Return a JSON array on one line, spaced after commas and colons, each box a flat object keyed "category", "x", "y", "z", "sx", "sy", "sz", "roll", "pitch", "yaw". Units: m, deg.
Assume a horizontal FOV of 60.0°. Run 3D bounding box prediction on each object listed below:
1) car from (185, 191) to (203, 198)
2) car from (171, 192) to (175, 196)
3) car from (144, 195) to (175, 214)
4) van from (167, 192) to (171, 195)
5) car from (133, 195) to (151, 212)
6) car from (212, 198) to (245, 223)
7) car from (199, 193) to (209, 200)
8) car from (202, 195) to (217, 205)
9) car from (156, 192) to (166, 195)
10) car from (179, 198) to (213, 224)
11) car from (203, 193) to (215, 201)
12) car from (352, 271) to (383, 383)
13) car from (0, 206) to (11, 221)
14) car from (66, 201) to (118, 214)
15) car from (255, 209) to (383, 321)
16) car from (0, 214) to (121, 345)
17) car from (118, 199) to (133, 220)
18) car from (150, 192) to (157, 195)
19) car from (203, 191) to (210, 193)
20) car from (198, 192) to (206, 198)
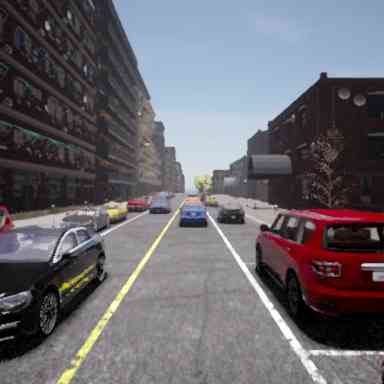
[{"category": "car", "x": 0.083, "y": 1.041, "z": 46.010, "sx": 2.097, "sy": 1.767, "sz": 4.553, "roll": 0, "pitch": 0, "yaw": 0}, {"category": "car", "x": -5.711, "y": 0.817, "z": 79.098, "sx": 2.192, "sy": 1.841, "sz": 5.009, "roll": 0, "pitch": 0, "yaw": 0}, {"category": "car", "x": -3.036, "y": 1.320, "z": 32.777, "sx": 2.033, "sy": 1.411, "sz": 5.357, "roll": 0, "pitch": 0, "yaw": 1}, {"category": "van", "x": -5.708, "y": 0.901, "z": 68.020, "sx": 1.690, "sy": 1.788, "sz": 3.998, "roll": 0, "pitch": 0, "yaw": 0}, {"category": "car", "x": -5.698, "y": 1.304, "z": 34.787, "sx": 1.887, "sy": 1.381, "sz": 4.507, "roll": 0, "pitch": 0, "yaw": 0}, {"category": "car", "x": 2.686, "y": 1.383, "z": 23.711, "sx": 2.008, "sy": 1.369, "sz": 4.403, "roll": 0, "pitch": 0, "yaw": 0}, {"category": "car", "x": 2.671, "y": 0.971, "z": 73.562, "sx": 1.967, "sy": 1.590, "sz": 4.097, "roll": 0, "pitch": 0, "yaw": 0}, {"category": "car", "x": 2.677, "y": 1.206, "z": 51.406, "sx": 2.008, "sy": 1.369, "sz": 4.403, "roll": 0, "pitch": 0, "yaw": 0}, {"category": "car", "x": -5.703, "y": 0.970, "z": 51.402, "sx": 2.192, "sy": 1.841, "sz": 5.009, "roll": 0, "pitch": 0, "yaw": 0}, {"category": "car", "x": 0.093, "y": 1.386, "z": 22.829, "sx": 2.033, "sy": 1.411, "sz": 5.357, "roll": 0, "pitch": 0, "yaw": 0}, {"category": "car", "x": 2.679, "y": 1.214, "z": 46.037, "sx": 1.752, "sy": 1.417, "sz": 4.829, "roll": 0, "pitch": 0, "yaw": 0}, {"category": "car", "x": 2.692, "y": 1.570, "z": 1.555, "sx": 1.802, "sy": 1.307, "sz": 4.206, "roll": 0, "pitch": 0, "yaw": 0}, {"category": "car", "x": -5.689, "y": 1.262, "z": 7.089, "sx": 2.192, "sy": 1.841, "sz": 5.009, "roll": 0, "pitch": 0, "yaw": 0}, {"category": "car", "x": -5.693, "y": 1.420, "z": 18.169, "sx": 2.008, "sy": 1.369, "sz": 4.403, "roll": 0, "pitch": 0, "yaw": 0}, {"category": "car", "x": 2.692, "y": 1.263, "z": 7.092, "sx": 2.192, "sy": 1.841, "sz": 5.009, "roll": 0, "pitch": 0, "yaw": 0}, {"category": "car", "x": -3.085, "y": 1.443, "z": 6.603, "sx": 2.128, "sy": 1.511, "sz": 4.902, "roll": 0, "pitch": 0, "yaw": 0}, {"category": "car", "x": -5.695, "y": 1.358, "z": 23.537, "sx": 1.752, "sy": 1.417, "sz": 4.829, "roll": 0, "pitch": 0, "yaw": 0}, {"category": "car", "x": -5.700, "y": 1.164, "z": 40.324, "sx": 1.967, "sy": 1.590, "sz": 4.097, "roll": 0, "pitch": 0, "yaw": 0}, {"category": "car", "x": 2.675, "y": 0.906, "z": 62.483, "sx": 2.192, "sy": 1.841, "sz": 5.009, "roll": 0, "pitch": 0, "yaw": 0}, {"category": "car", "x": 2.666, "y": 0.886, "z": 90.181, "sx": 1.967, "sy": 1.590, "sz": 4.097, "roll": 0, "pitch": 0, "yaw": 0}]
